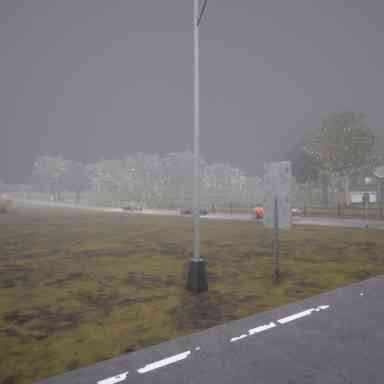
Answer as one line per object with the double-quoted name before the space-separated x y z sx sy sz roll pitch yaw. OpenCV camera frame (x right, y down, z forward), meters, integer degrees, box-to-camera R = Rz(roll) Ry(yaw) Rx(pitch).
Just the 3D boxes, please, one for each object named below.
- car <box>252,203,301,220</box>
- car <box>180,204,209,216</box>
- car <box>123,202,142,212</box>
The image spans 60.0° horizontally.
"car" 7.725 1.722 30.645 2.097 1.767 4.553 -1 -1 -35
"car" 0.282 2.223 41.198 1.994 1.385 4.181 -1 -1 -35
"car" -10.065 2.502 56.002 2.128 1.511 4.902 -1 -1 -35
